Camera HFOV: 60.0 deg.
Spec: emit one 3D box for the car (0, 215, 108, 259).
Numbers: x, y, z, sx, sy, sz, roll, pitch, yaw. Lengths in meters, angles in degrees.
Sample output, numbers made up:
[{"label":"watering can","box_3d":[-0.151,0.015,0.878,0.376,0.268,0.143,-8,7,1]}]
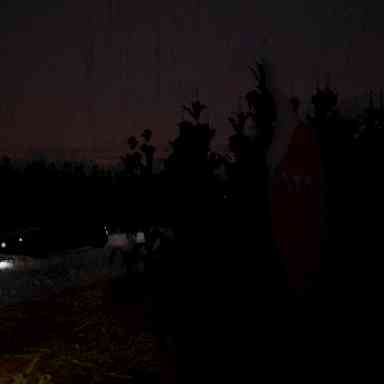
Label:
[{"label":"car","box_3d":[-5.296,1.622,12.940,1.994,1.385,4.181,-1,-1,33]}]
